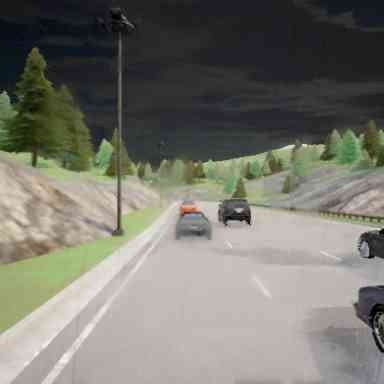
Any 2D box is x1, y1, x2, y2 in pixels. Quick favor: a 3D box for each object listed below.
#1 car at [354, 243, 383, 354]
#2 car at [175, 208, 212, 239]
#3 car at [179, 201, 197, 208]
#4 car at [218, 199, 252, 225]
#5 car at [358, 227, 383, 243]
[{"bbox_3d":[3.603,1.589,3.053,2.033,1.411,5.357,0,-1,0],"label":"car"},{"bbox_3d":[0.065,1.819,19.093,1.994,1.385,4.181,0,-1,0],"label":"car"},{"bbox_3d":[-0.448,1.872,39.140,2.097,1.767,4.553,0,-1,-2],"label":"car"},{"bbox_3d":[3.442,1.589,27.524,2.150,2.045,5.566,0,-1,-1],"label":"car"},{"bbox_3d":[7.098,1.645,10.432,1.837,1.490,4.892,0,0,0],"label":"car"}]
